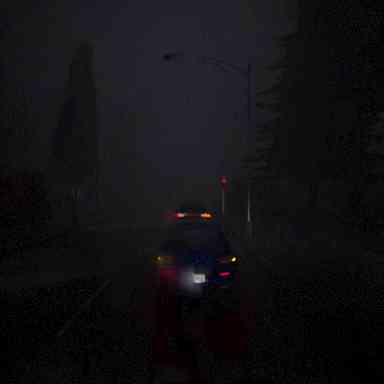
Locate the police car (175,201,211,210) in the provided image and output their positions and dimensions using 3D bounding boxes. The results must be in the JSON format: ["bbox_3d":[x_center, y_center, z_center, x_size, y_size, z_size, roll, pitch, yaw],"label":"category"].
[{"bbox_3d":[0.034,1.276,18.218,2.038,1.542,4.974,0,1,0],"label":"police car"}]

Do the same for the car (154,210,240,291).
[{"bbox_3d":[0.103,1.417,8.538,1.812,1.442,4.674,0,1,0],"label":"car"}]
